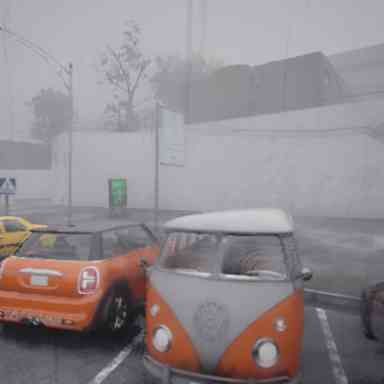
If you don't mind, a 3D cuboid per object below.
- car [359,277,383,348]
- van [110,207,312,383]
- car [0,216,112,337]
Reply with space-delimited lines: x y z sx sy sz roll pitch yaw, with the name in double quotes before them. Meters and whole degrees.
"car" 3.173 1.532 3.528 2.002 1.452 4.674 0 -1 16
"van" 0.728 1.263 5.150 1.878 1.987 4.442 1 0 16
"car" -1.691 1.354 6.971 2.185 1.767 4.553 0 -1 15
